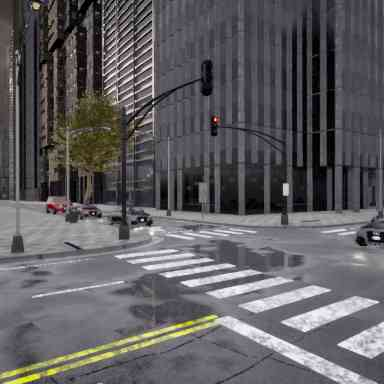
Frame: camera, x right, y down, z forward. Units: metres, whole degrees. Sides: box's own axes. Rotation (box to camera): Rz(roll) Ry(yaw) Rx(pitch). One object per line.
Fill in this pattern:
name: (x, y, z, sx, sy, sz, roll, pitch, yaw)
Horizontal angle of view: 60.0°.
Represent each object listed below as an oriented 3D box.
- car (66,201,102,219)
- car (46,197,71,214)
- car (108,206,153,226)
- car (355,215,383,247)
car: (-10.211, 1.817, 31.995, 1.994, 1.385, 4.181, 0, 0, -36)
car: (-16.113, 1.573, 40.326, 2.150, 2.045, 5.566, 0, 0, -35)
car: (-4.489, 1.728, 23.960, 1.994, 1.385, 4.181, 0, 0, -35)
car: (8.667, 1.576, 13.867, 4.181, 1.385, 1.994, 0, -1, -36)
